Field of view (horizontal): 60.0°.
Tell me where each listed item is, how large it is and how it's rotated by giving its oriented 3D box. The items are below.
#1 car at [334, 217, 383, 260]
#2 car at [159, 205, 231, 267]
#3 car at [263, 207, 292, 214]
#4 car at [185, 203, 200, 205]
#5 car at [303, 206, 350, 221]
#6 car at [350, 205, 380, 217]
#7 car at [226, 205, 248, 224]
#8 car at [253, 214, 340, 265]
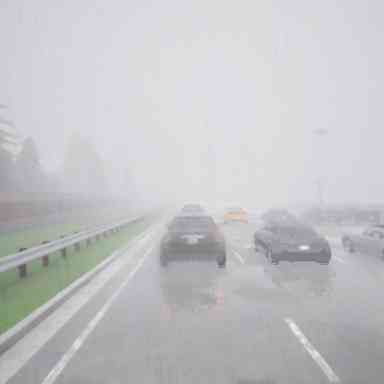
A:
[{"bbox_3d":[7.042,1.765,11.675,1.895,1.301,4.718,0,-1,1],"label":"car"},{"bbox_3d":[0.049,1.523,12.190,2.097,1.767,4.553,0,-1,1],"label":"car"},{"bbox_3d":[7.052,1.949,27.445,1.994,1.385,4.181,0,-1,0],"label":"car"},{"bbox_3d":[0.051,1.732,27.193,2.097,1.767,4.553,0,-1,1],"label":"car"},{"bbox_3d":[10.550,1.874,27.276,2.128,1.511,4.902,0,-1,1],"label":"car"},{"bbox_3d":[14.058,1.876,28.469,1.882,1.535,5.008,0,0,0],"label":"car"},{"bbox_3d":[3.558,1.876,28.473,1.882,1.535,5.008,0,0,0],"label":"car"},{"bbox_3d":[3.549,1.740,12.461,1.994,1.385,4.181,0,-1,1],"label":"car"}]
